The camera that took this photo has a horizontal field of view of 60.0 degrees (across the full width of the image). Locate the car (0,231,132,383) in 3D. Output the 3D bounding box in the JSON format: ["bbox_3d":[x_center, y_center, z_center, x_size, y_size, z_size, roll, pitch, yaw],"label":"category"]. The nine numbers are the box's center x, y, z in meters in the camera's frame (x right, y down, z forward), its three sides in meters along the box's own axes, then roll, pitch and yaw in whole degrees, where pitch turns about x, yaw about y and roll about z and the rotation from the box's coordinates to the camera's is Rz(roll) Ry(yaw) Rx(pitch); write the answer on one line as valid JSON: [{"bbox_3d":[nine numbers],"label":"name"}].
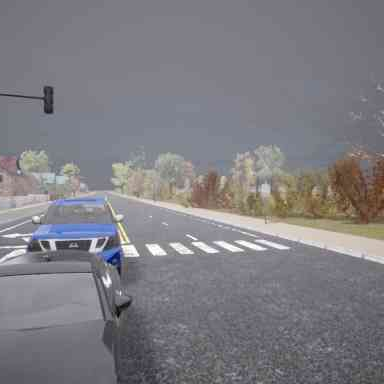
[{"bbox_3d":[-1.734,1.524,3.941,1.812,1.442,4.674,0,0,-13],"label":"car"}]

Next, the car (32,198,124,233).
[{"bbox_3d":[-3.350,1.218,10.036,2.150,2.045,5.566,0,0,-15],"label":"car"}]

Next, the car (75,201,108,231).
[{"bbox_3d":[-6.531,1.468,21.866,1.882,1.535,5.008,0,0,-15],"label":"car"}]

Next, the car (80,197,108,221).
[{"bbox_3d":[-8.069,1.337,27.605,2.097,1.767,4.553,0,0,-15],"label":"car"}]

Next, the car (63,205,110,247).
[{"bbox_3d":[-4.985,1.498,16.115,1.837,1.490,4.892,0,0,-15],"label":"car"}]
